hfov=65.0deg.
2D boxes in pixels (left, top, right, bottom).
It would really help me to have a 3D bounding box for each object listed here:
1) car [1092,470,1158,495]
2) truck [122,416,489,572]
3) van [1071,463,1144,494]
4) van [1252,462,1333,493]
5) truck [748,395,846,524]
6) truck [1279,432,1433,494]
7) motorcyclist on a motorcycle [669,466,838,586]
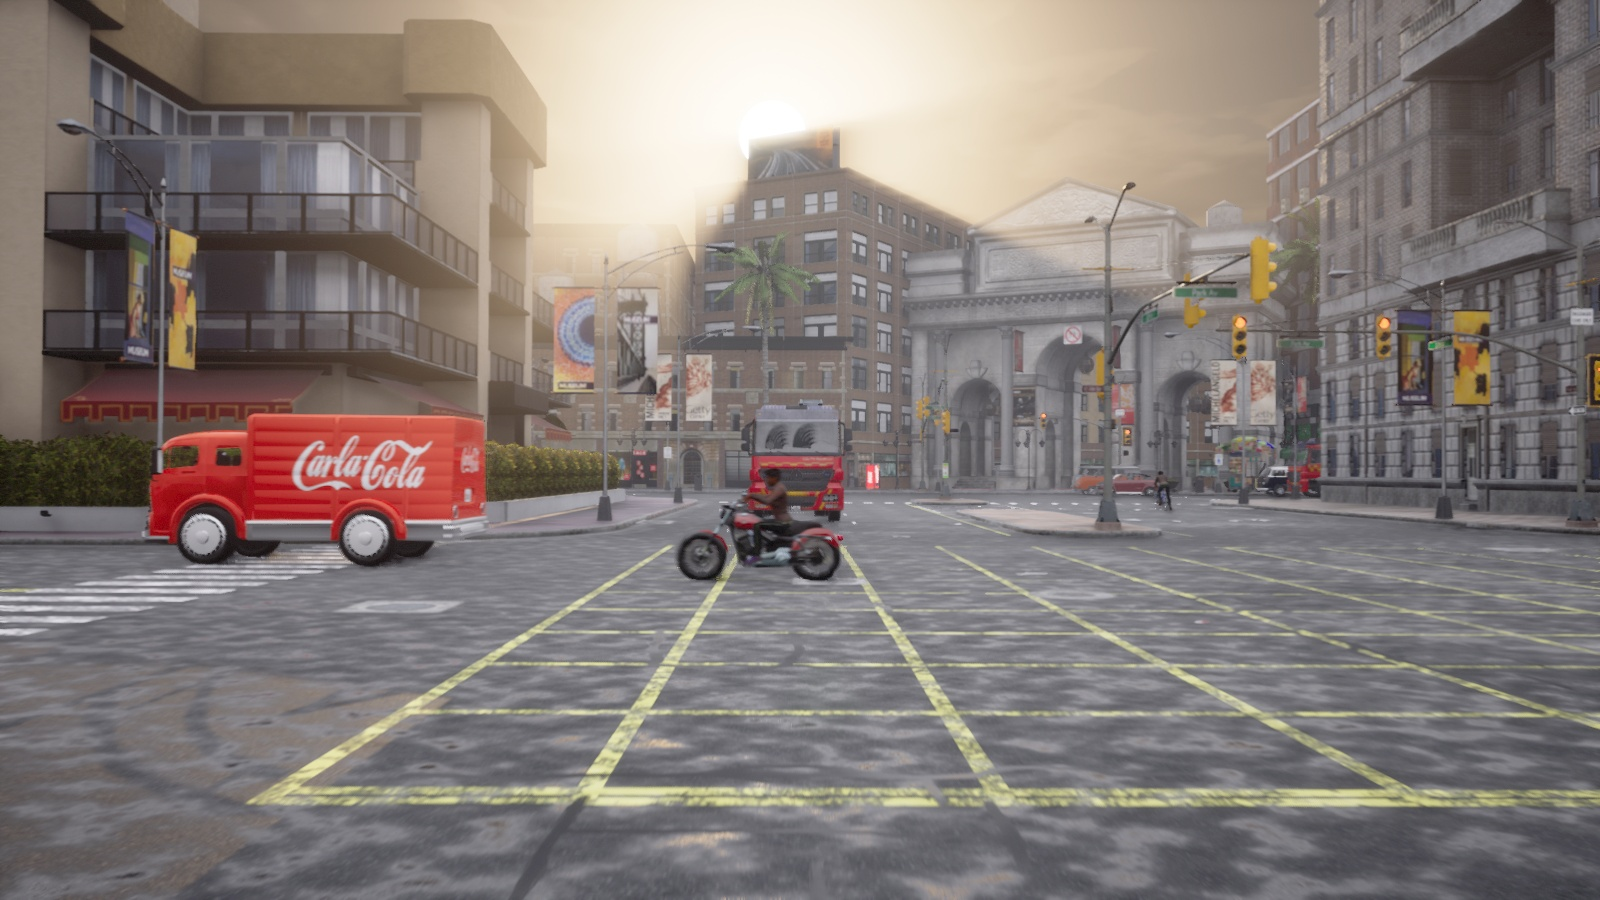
[{"bbox_3d":[20.591,2.044,79.626,3.705,1.549,1.789,0,-1,0],"label":"car"},{"bbox_3d":[-8.219,0.719,21.373,5.204,2.467,2.627,0,-1,0],"label":"truck"},{"bbox_3d":[20.331,1.878,83.131,4.442,1.987,1.775,0,-1,0],"label":"van"},{"bbox_3d":[32.544,1.798,83.059,4.480,2.038,2.069,0,-1,0],"label":"van"},{"bbox_3d":[-0.107,0.348,41.677,2.891,3.827,8.468,0,-1,0],"label":"truck"},{"bbox_3d":[35.140,0.841,79.560,8.468,3.827,2.891,0,-1,0],"label":"truck"},{"bbox_3d":[-0.659,1.068,17.927,2.350,1.649,0.766,0,-1,0],"label":"motorcyclist on a motorcycle"}]
